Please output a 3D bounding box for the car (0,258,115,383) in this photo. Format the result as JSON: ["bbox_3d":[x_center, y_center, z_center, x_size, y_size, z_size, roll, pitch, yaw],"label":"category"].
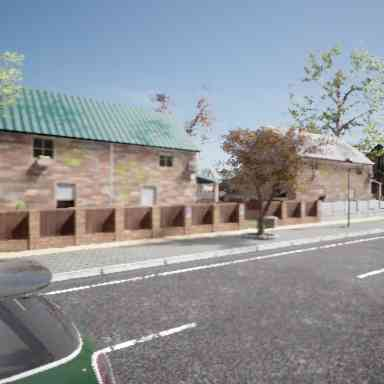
[{"bbox_3d":[-2.717,1.356,1.726,4.553,1.767,2.097,0,0,-36],"label":"car"}]
